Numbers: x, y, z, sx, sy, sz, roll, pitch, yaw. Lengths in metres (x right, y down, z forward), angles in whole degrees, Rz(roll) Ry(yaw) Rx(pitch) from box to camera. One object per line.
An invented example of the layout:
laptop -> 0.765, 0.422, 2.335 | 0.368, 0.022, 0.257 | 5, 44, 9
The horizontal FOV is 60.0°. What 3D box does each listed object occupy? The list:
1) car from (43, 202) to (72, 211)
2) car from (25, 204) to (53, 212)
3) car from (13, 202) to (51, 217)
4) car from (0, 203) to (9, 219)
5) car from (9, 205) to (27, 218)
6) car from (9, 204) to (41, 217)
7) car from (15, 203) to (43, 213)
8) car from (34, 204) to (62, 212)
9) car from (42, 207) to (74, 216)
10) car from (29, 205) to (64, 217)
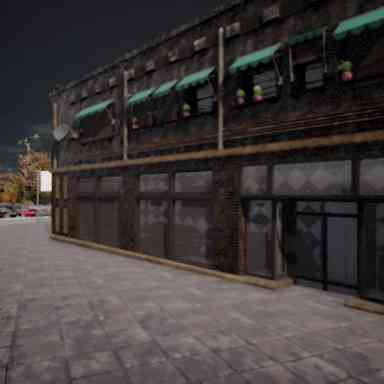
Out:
car -> -30.005, 3.213, 74.221 | 5.566, 2.045, 2.435 | 0, -1, 16
car -> -31.571, 3.361, 68.743 | 5.008, 1.535, 2.097 | 0, -1, 16
car -> -23.496, 2.817, 49.284 | 4.553, 1.767, 2.185 | 0, -2, 16
car -> -25.699, 2.476, 41.225 | 4.553, 1.767, 2.185 | 0, -3, 16
car -> -24.949, 2.752, 43.900 | 4.792, 1.488, 2.163 | 0, -2, 16
car -> -24.250, 2.866, 46.597 | 4.792, 1.488, 2.163 | 0, -2, 16
car -> -32.360, 3.180, 66.075 | 4.553, 1.767, 2.185 | 0, -1, 16
car -> -30.967, 3.411, 71.594 | 5.366, 1.575, 1.946 | 0, -1, 16
car -> -21.963, 3.166, 54.628 | 4.674, 1.452, 2.002 | 0, -1, 16
car -> -22.744, 2.912, 51.959 | 4.553, 1.767, 2.185 | 0, -2, 16
